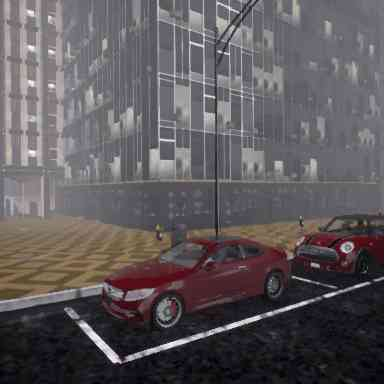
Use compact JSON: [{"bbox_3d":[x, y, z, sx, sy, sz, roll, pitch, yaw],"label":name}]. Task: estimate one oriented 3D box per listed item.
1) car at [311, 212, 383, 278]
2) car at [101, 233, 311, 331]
[{"bbox_3d":[4.921,1.438,10.080,4.097,1.590,1.967,0,-1,-35],"label":"car"},{"bbox_3d":[0.294,1.581,6.778,4.206,1.307,1.802,0,-1,-35],"label":"car"}]
